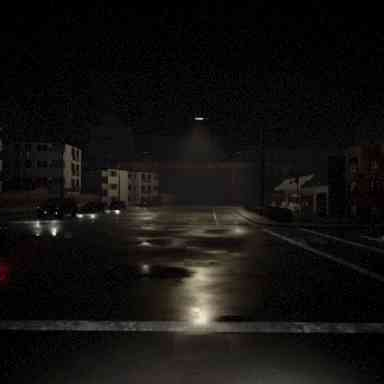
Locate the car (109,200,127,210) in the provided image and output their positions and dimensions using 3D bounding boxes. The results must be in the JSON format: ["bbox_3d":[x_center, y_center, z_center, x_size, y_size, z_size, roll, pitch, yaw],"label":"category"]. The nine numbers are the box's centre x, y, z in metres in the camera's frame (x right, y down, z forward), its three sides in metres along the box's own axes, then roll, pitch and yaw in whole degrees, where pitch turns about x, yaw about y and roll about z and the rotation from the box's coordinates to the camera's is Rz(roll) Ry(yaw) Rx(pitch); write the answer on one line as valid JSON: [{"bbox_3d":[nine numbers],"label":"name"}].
[{"bbox_3d":[-12.023,2.123,53.905,1.837,1.490,4.892,0,-1,7],"label":"car"}]

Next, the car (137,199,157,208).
[{"bbox_3d":[-8.800,2.114,64.900,2.097,1.767,4.553,0,-1,27],"label":"car"}]

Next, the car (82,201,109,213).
[{"bbox_3d":[-12.925,1.964,43.733,1.882,1.535,5.008,0,-1,4],"label":"car"}]

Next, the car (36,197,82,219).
[{"bbox_3d":[-13.488,1.577,33.673,2.150,2.045,5.566,0,-1,3],"label":"car"}]

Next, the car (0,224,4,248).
[{"bbox_3d":[-10.034,1.482,13.935,4.553,1.767,2.097,0,0,31],"label":"car"}]
